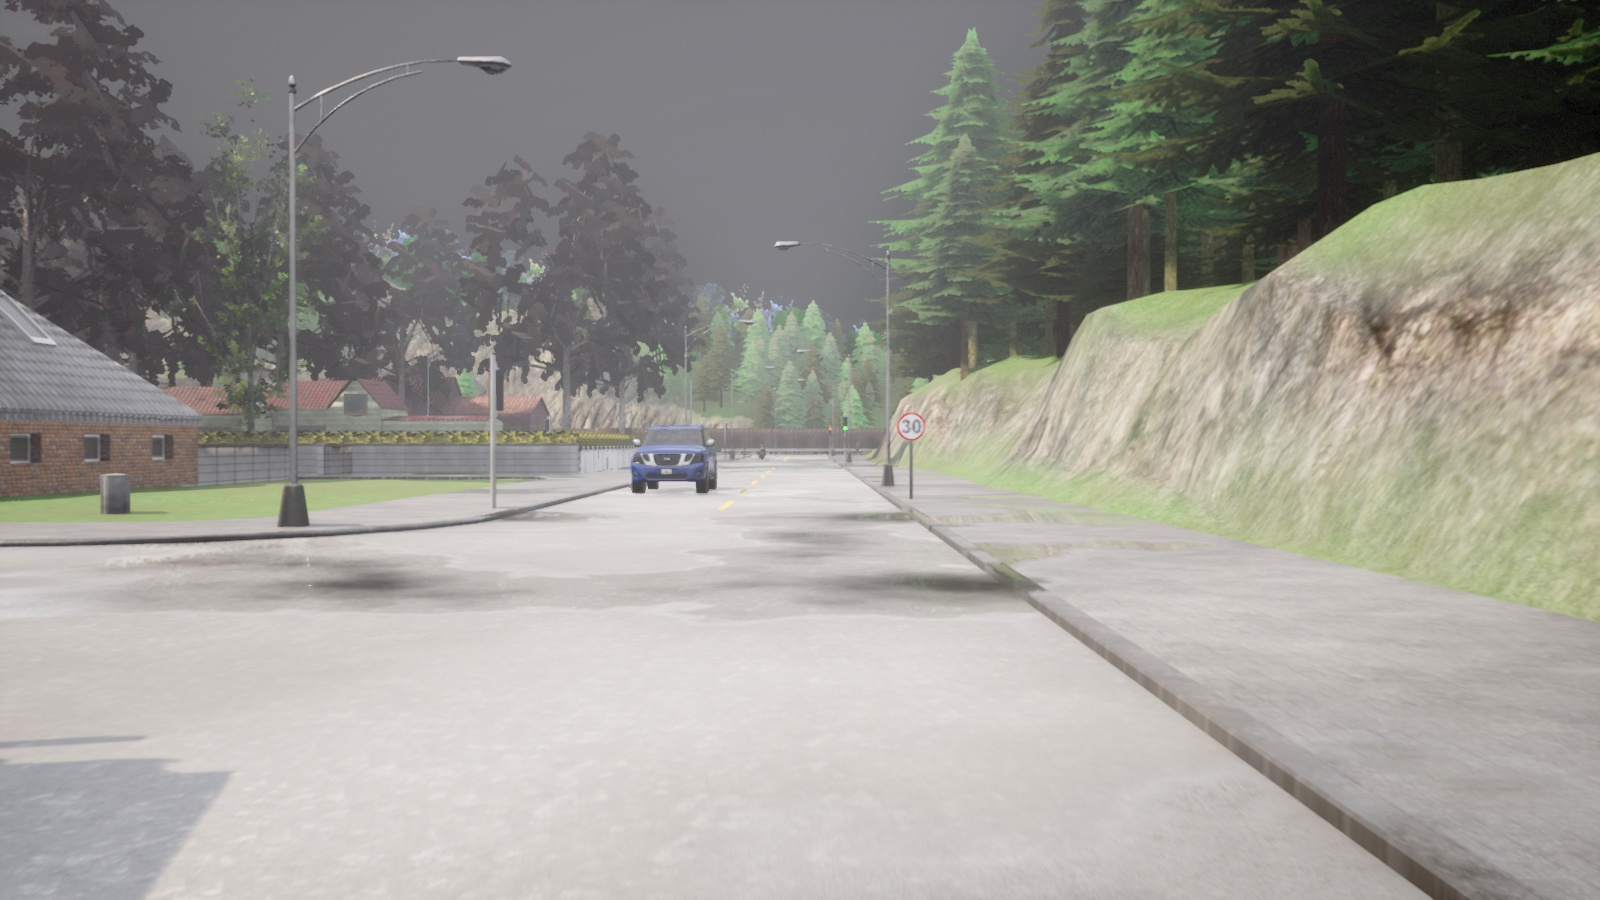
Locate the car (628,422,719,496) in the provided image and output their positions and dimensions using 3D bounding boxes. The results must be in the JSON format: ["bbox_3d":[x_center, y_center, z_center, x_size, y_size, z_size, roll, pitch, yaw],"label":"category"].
[{"bbox_3d":[-3.715,0.229,37.817,2.150,2.045,5.566,0,0,0],"label":"car"}]
